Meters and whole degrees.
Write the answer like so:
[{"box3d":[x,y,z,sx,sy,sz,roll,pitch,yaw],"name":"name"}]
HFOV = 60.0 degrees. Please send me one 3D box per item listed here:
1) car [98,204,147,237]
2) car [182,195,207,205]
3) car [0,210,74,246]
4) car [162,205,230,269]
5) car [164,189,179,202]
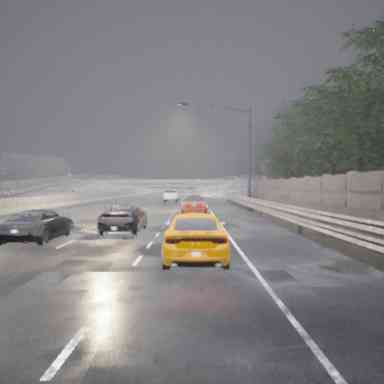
[{"box3d":[-3.469,1.370,17.268,2.128,1.511,4.902,0,1,0],"name":"car"},{"box3d":[0.187,1.051,28.924,2.097,1.767,4.553,0,1,0],"name":"car"},{"box3d":[-6.875,1.469,14.879,1.994,1.385,4.181,0,1,0],"name":"car"},{"box3d":[0.115,1.423,10.953,1.882,1.535,5.008,0,1,0],"name":"car"},{"box3d":[-3.224,0.549,52.447,2.150,2.045,5.566,0,1,1],"name":"car"}]
